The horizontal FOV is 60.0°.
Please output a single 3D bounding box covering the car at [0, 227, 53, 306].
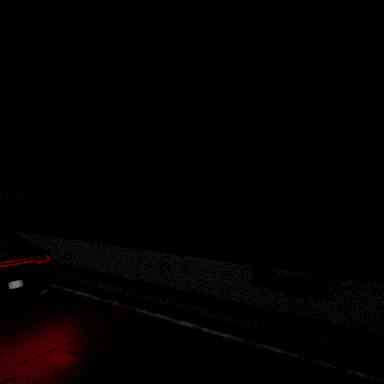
[{"bbox_3d":[-5.099,1.448,7.291,5.008,1.535,1.882,1,0,36],"label":"car"}]
